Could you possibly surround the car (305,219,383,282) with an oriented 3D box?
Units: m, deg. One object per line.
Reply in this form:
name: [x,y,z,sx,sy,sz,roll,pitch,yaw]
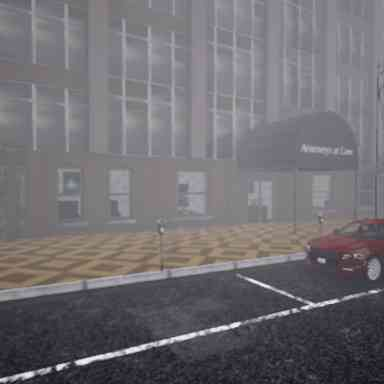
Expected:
car: [5.128,1.428,9.223,4.507,1.381,1.887,0,1,-29]
